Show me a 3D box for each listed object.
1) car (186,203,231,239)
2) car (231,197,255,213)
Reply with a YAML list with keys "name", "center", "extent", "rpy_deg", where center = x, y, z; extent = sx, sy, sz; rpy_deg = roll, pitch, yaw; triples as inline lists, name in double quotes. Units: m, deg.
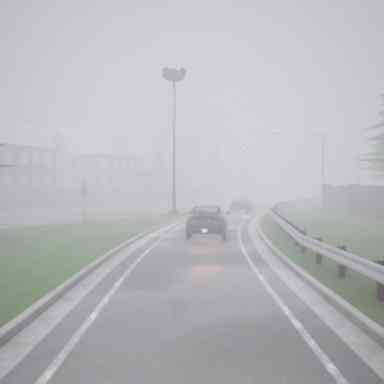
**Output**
- name: "car"
  center: [0.825, 1.370, 16.443]
  extent: [1.837, 1.490, 4.892]
  rpy_deg: [0, 0, 7]
- name: "car"
  center: [5.066, 1.255, 33.392]
  extent: [1.812, 1.442, 4.674]
  rpy_deg: [0, 0, 21]
